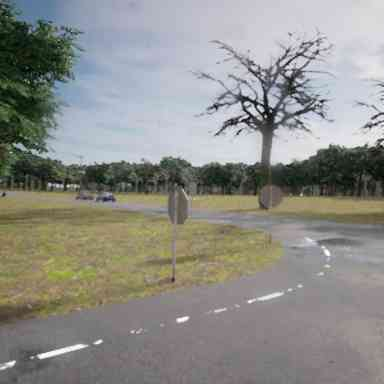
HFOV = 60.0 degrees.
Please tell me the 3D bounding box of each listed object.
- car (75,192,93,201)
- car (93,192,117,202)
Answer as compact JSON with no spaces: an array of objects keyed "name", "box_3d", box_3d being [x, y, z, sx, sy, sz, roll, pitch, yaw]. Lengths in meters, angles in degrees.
[{"name":"car","box_3d":[-19.174,0.776,59.435,2.033,1.411,5.357,3,-1,-36]},{"name":"car","box_3d":[-13.220,0.804,51.240,1.812,1.442,4.674,2,-1,-35]}]
